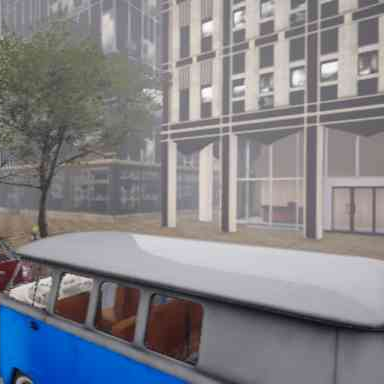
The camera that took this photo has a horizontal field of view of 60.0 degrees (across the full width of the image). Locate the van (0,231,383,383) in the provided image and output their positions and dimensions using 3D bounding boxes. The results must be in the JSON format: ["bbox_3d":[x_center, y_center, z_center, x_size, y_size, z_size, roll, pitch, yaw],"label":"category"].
[{"bbox_3d":[-0.192,1.342,3.000,3.998,1.788,1.690,0,1,36],"label":"van"}]
